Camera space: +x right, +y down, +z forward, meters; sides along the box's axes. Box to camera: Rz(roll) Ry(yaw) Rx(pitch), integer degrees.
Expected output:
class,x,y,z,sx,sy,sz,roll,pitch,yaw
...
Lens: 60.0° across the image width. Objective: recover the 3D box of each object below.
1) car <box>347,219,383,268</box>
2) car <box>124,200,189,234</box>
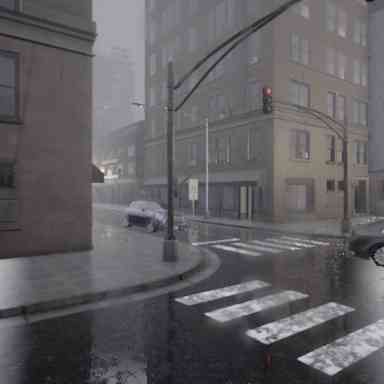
class,x,y,z,sx,sy,sz,roll,pitch,yaw
car,7.280,1.499,9.847,4.892,1.490,1.837,0,1,28
car,-2.131,1.269,19.006,2.097,1.767,4.553,0,0,-36
